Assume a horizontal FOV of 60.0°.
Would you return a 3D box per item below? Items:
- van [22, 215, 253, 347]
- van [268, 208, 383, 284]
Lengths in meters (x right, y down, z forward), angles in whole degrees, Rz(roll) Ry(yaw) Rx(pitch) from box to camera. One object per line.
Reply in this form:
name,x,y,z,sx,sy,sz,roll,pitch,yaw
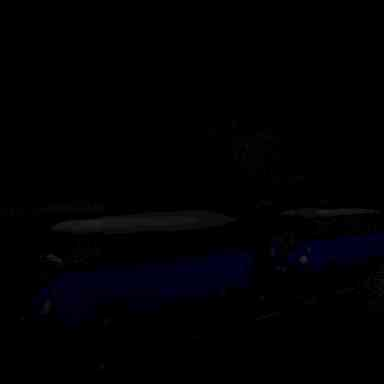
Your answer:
van,-0.721,1.347,6.022,3.998,1.788,1.690,0,0,-35
van,3.887,1.357,9.305,3.998,1.788,1.690,0,0,-35
